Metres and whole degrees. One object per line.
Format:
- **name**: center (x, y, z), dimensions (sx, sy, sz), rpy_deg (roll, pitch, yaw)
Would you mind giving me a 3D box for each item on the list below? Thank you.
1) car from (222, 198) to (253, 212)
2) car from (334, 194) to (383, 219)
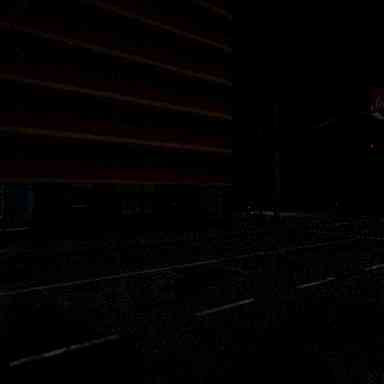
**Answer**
- **car**: center (5.068, 1.490, 39.607), dimensions (2.128, 1.511, 4.902), rpy_deg (0, 0, -36)
- **car**: center (14.511, 1.222, 27.123), dimensions (2.150, 2.045, 5.566), rpy_deg (0, 0, -41)
